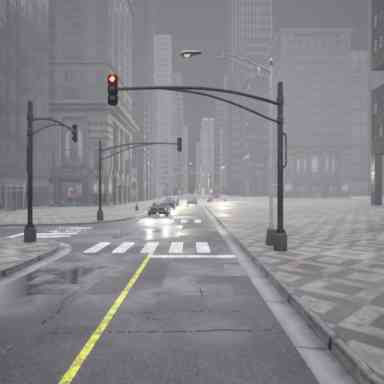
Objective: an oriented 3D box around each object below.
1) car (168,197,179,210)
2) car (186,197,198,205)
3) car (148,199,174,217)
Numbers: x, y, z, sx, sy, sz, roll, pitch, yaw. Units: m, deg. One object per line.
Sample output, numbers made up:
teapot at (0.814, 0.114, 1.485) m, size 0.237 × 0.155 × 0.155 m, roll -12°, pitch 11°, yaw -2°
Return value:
car at (-3.078, 1.601, 43.249) m, size 1.895 × 1.301 × 4.718 m, roll 0°, pitch 0°, yaw 0°
car at (0.027, 1.555, 57.595) m, size 2.033 × 1.411 × 5.357 m, roll 0°, pitch 0°, yaw 0°
car at (-3.084, 1.598, 31.957) m, size 1.895 × 1.301 × 4.718 m, roll 0°, pitch 0°, yaw 0°
